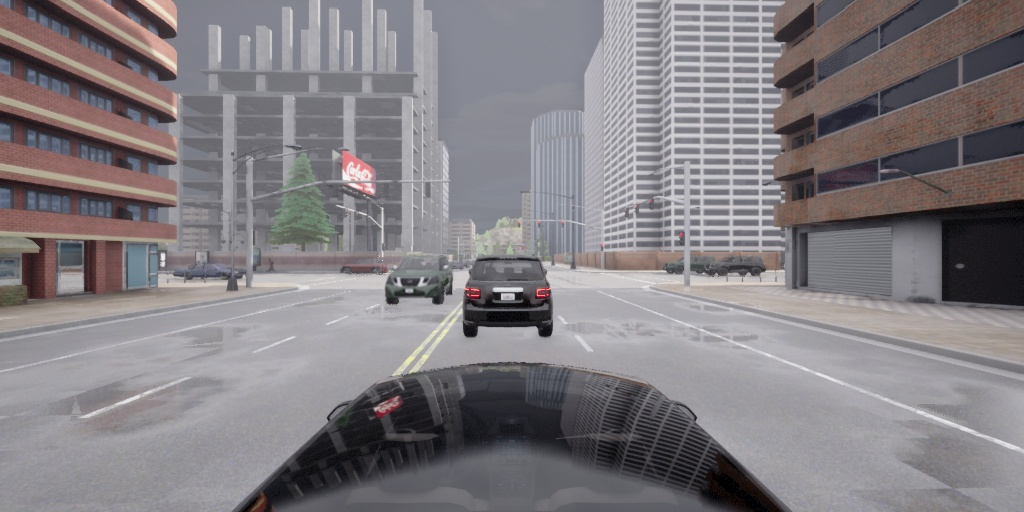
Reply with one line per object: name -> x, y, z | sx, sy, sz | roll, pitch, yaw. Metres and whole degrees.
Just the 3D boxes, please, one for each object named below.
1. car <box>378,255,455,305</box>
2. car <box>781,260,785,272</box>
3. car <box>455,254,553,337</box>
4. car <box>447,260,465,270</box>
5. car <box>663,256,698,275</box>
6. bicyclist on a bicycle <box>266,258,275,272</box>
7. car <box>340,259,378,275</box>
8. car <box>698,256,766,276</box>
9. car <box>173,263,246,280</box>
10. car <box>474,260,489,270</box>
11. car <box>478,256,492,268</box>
car -> -3.986, 0.972, 16.345 | 2.150, 2.045, 5.566 | 0, 0, -2
car -> 32.504, 1.350, 39.306 | 4.718, 1.301, 1.895 | 0, 0, -1
car -> -0.116, 0.971, 10.421 | 2.150, 2.045, 5.566 | 0, 0, -1
car -> -8.086, 1.314, 52.176 | 1.994, 1.385, 4.181 | 0, 0, -1
car -> 19.406, 0.972, 38.992 | 5.566, 2.045, 2.150 | 0, 0, -1
bicyclist on a bicycle -> -28.682, 1.051, 42.559 | 0.582, 1.620, 1.656 | 0, 0, -1
car -> -15.714, 1.102, 38.103 | 4.553, 1.767, 2.097 | 0, 0, -1
car -> 22.015, 0.971, 35.561 | 5.566, 2.045, 2.150 | 0, 0, -2
car -> -25.608, 1.297, 30.650 | 5.357, 1.411, 2.033 | 0, 0, -1
car -> -4.635, 1.351, 54.714 | 1.895, 1.301, 4.718 | 0, 0, -1
car -> -4.797, 0.971, 64.768 | 2.150, 2.045, 5.566 | 0, 0, -1
